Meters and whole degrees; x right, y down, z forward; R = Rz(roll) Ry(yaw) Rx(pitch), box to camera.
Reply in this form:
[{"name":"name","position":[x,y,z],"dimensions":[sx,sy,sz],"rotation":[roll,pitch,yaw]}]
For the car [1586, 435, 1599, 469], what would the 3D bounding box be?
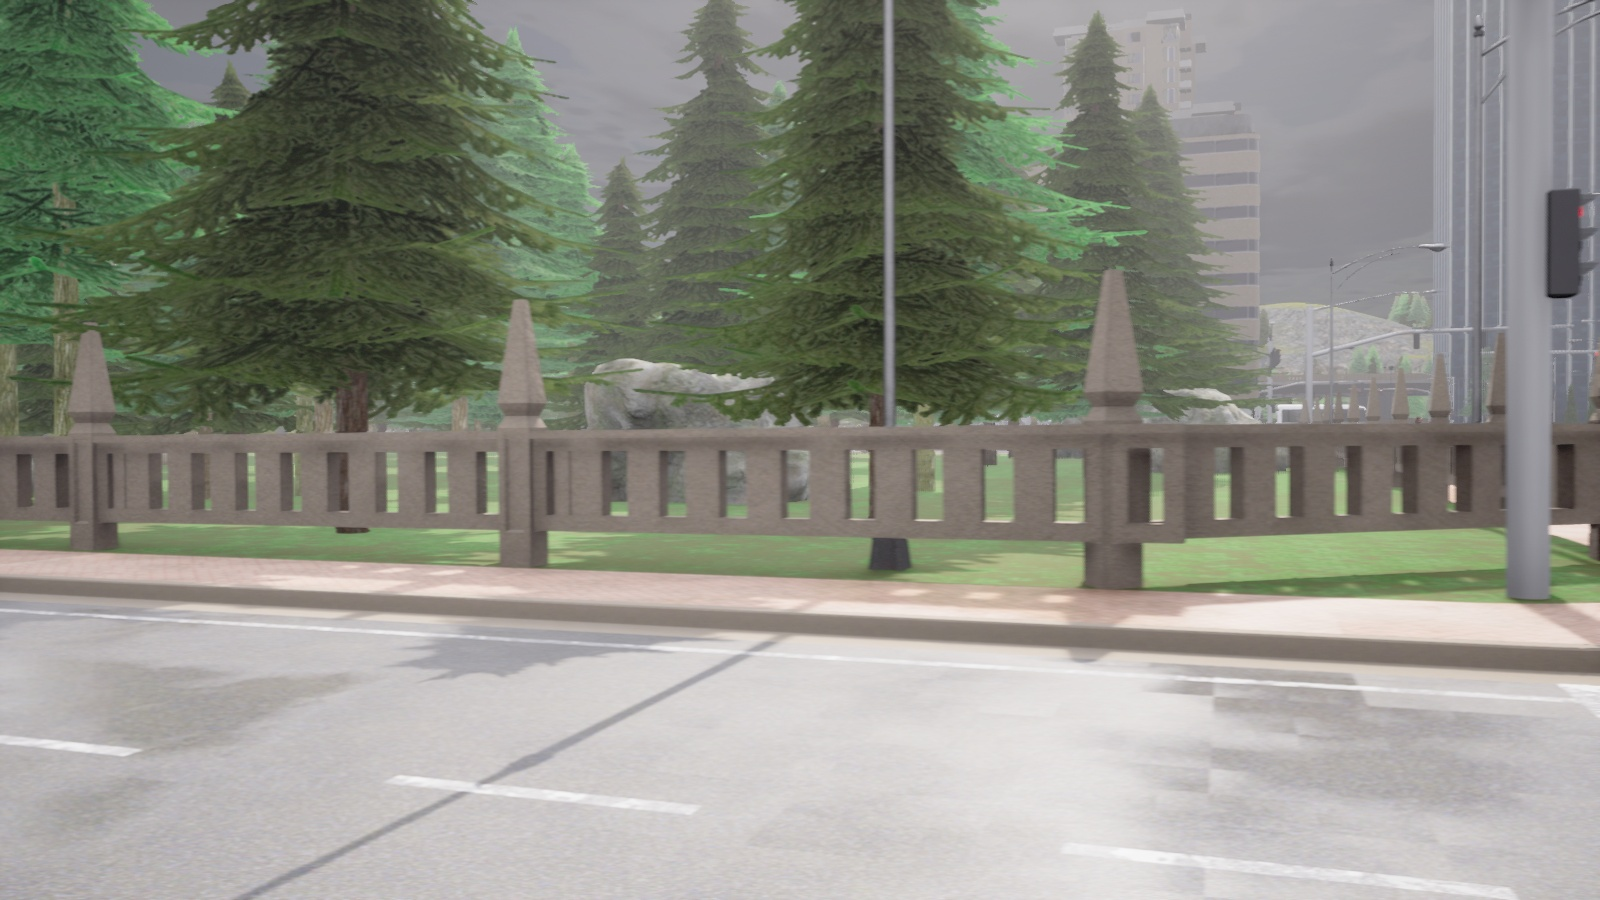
[{"name":"car","position":[35.082,0.094,53.444],"dimensions":[1.970,1.475,3.806],"rotation":[1,1,19]}]
